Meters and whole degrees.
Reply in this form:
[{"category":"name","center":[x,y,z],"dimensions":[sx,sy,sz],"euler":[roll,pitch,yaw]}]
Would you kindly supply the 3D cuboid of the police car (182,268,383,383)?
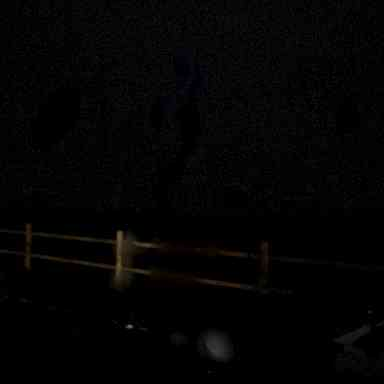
[{"category":"police car","center":[2.390,1.579,3.265],"dimensions":[5.238,1.638,1.930],"euler":[0,-2,28]}]
